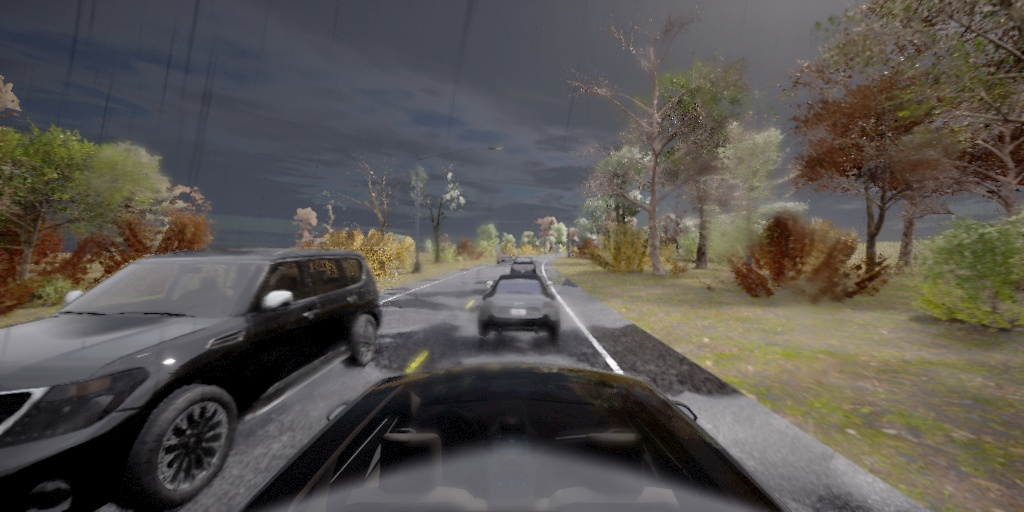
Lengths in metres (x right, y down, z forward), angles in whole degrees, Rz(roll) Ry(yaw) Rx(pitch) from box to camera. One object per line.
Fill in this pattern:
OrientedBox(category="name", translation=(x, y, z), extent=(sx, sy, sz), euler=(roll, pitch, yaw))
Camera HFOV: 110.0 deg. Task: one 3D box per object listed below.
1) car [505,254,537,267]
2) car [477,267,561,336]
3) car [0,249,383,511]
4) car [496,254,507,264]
OrientedBox(category="car", translation=(0.914, 0.791, 27.552), extent=(2.128, 1.511, 4.902), euler=(0, 1, 3))
OrientedBox(category="car", translation=(0.209, 1.172, 9.946), extent=(1.994, 1.385, 4.181), euler=(0, 1, 2))
OrientedBox(category="car", translation=(-3.579, 0.919, 4.663), extent=(2.150, 2.045, 5.566), euler=(0, 1, 1))
OrientedBox(category="car", translation=(-0.974, 0.455, 50.257), extent=(1.994, 1.385, 4.181), euler=(0, 1, 6))
